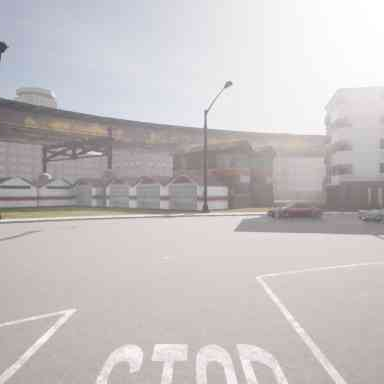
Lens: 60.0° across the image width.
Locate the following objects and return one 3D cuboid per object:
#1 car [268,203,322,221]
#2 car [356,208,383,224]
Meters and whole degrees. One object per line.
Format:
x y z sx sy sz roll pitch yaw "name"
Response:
8.333 1.564 27.043 4.181 1.385 1.994 0 0 -7 "car"
14.621 1.601 24.133 4.718 1.301 1.895 0 0 0 "car"
